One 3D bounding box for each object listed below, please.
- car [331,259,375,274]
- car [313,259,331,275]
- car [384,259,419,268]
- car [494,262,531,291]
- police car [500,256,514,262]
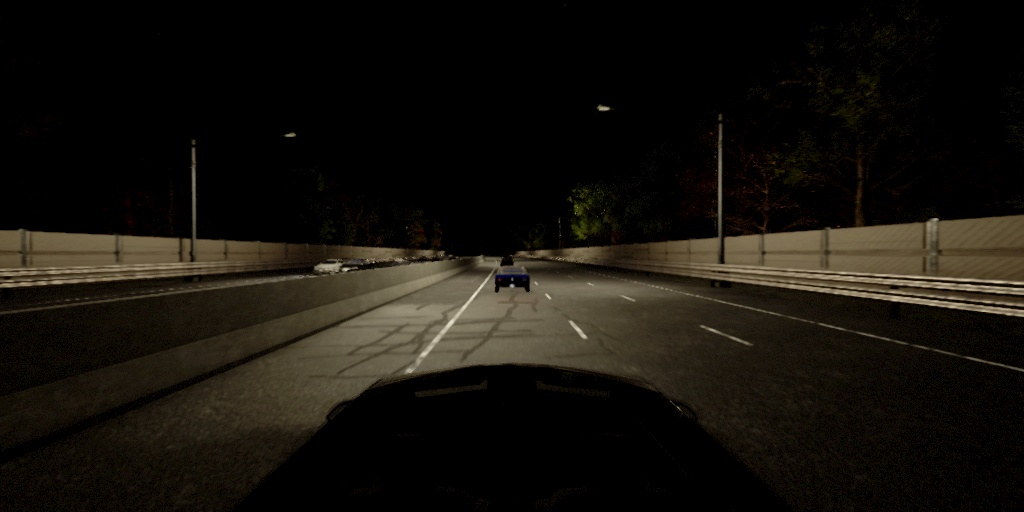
[{"bbox_3d":[-14.361,1.038,33.332,2.128,1.511,4.902,0,0,-1],"label":"car"},{"bbox_3d":[-17.892,1.058,35.848,1.812,1.442,4.674,0,0,-1],"label":"car"},{"bbox_3d":[-10.890,1.133,35.034,1.895,1.301,4.718,0,0,-1],"label":"car"},{"bbox_3d":[0.000,1.223,20.447,1.895,1.301,4.718,0,0,-1],"label":"car"},{"bbox_3d":[-0.664,0.829,52.584,1.930,1.638,5.238,0,1,-1],"label":"police car"}]
